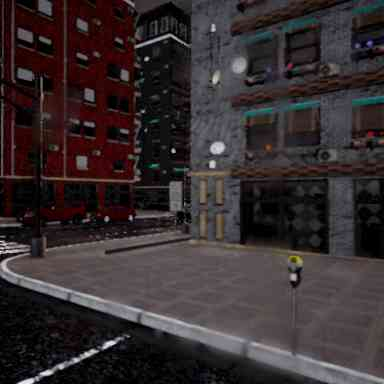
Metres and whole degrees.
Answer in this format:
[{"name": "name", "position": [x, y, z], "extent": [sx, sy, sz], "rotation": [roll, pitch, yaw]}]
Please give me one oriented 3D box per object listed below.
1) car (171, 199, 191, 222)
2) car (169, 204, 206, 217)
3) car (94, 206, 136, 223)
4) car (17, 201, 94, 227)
[{"name": "car", "position": [0.940, 1.715, 30.597], "extent": [2.150, 2.045, 5.566], "rotation": [0, -1, 36]}, {"name": "car", "position": [-0.482, 2.097, 38.630], "extent": [1.752, 1.417, 4.829], "rotation": [-1, -2, 35]}, {"name": "car", "position": [-6.967, 1.913, 29.472], "extent": [1.887, 1.381, 4.507], "rotation": [-1, -2, 35]}, {"name": "car", "position": [-10.258, 1.581, 24.829], "extent": [2.192, 1.841, 5.009], "rotation": [-1, -2, 35]}]
